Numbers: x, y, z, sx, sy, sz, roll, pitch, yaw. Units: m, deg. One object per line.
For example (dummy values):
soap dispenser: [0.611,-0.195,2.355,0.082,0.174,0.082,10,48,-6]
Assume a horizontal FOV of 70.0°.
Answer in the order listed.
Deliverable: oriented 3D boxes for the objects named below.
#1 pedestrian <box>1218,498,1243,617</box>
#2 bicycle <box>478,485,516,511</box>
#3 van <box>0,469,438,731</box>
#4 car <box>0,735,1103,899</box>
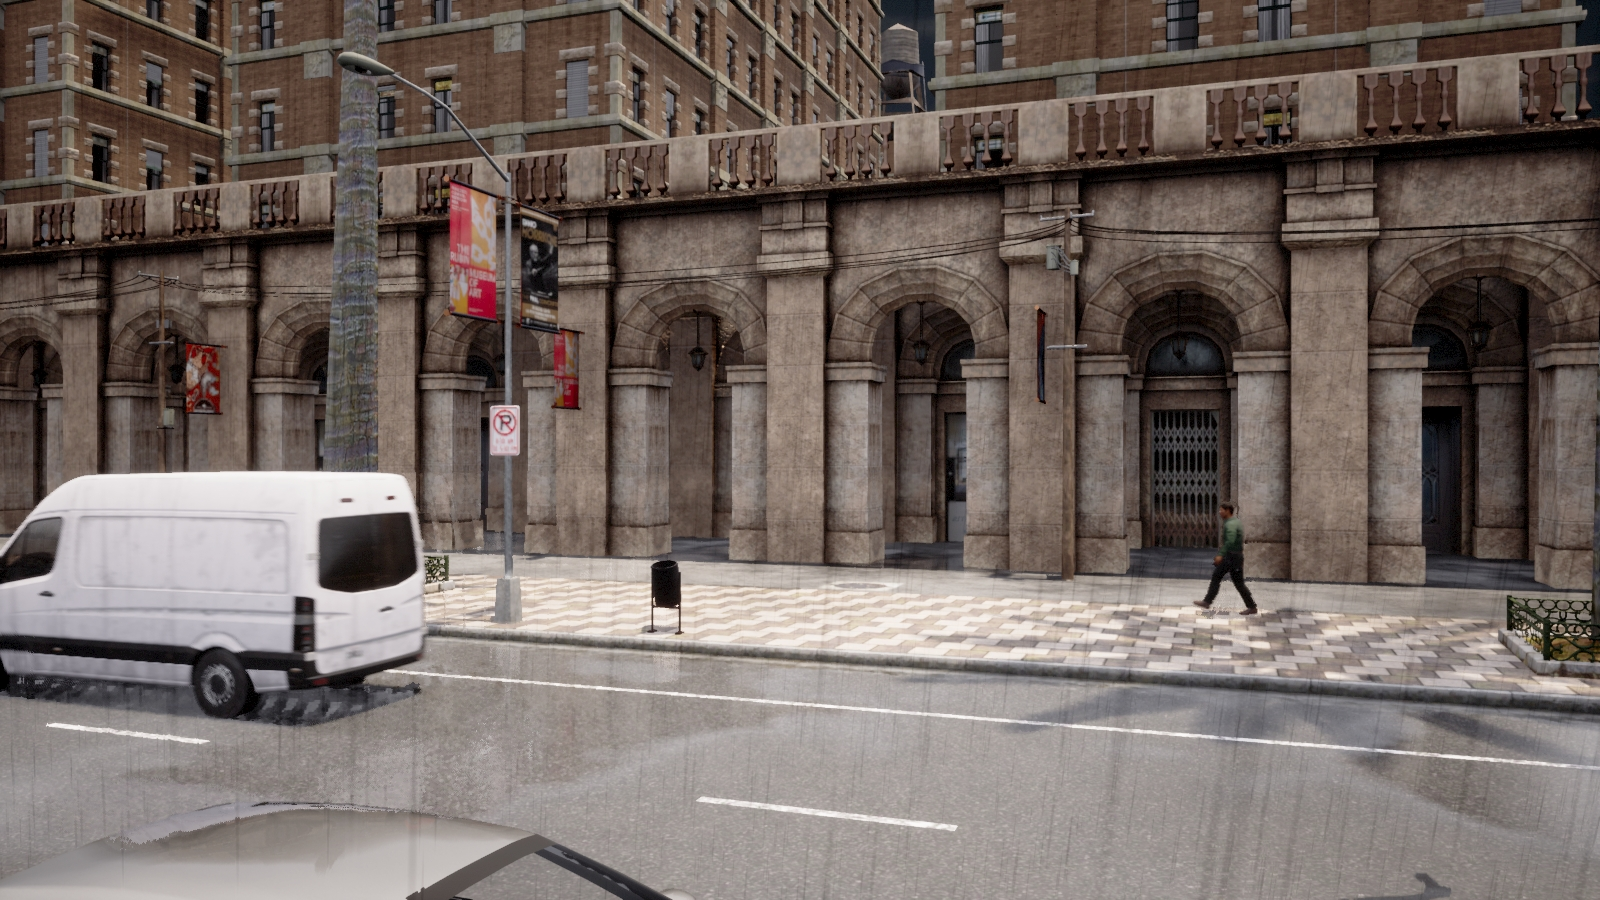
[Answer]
pedestrian: [6.840,1.697,18.166,0.375,1.860,0.375,0,0,20]
bicycle: [-14.122,2.223,53.265,1.835,1.171,0.329,0,0,19]
van: [-7.345,1.539,13.430,5.915,2.561,1.988,0,0,20]
car: [-1.248,2.067,3.754,4.193,1.474,1.816,0,0,20]
